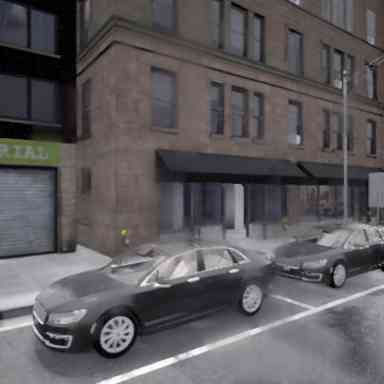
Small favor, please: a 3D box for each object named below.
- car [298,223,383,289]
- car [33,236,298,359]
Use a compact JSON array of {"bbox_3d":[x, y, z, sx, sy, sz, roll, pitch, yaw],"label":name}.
[{"bbox_3d":[3.999,1.552,9.075,4.403,1.369,2.008,0,0,-36],"label":"car"},{"bbox_3d":[-0.396,1.560,5.915,4.403,1.369,2.008,0,0,-36],"label":"car"}]
